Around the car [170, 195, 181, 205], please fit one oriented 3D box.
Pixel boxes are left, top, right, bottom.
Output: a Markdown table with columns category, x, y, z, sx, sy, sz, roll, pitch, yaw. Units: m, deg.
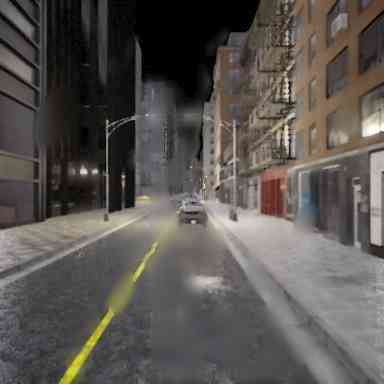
| category | x | y | z | sx | sy | sz | roll | pitch | yaw |
| --- | --- | --- | --- | --- | --- | --- | --- | --- | --- |
| car | -3.062 | 1.418 | 62.782 | 2.097 | 1.767 | 4.553 | 0 | 0 | 0 |

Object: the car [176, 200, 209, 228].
| category | x | y | z | sx | sy | sz | roll | pitch | yaw |
| --- | --- | --- | --- | --- | --- | --- | --- | --- | --- |
| car | 0.087 | 1.537 | 22.234 | 1.837 | 1.490 | 4.892 | 0 | 0 | 0 |
